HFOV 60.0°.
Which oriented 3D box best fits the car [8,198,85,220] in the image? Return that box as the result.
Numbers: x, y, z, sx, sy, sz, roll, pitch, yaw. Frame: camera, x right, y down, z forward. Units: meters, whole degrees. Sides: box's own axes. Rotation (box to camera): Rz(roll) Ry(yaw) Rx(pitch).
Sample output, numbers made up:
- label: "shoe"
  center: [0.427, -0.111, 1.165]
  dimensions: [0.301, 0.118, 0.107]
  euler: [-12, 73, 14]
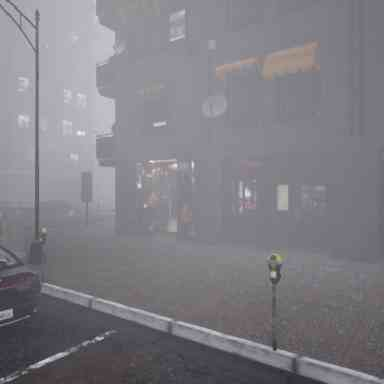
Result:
- label: "car"
  center: [-11.116, 1.283, 25.826]
  dimensions: [1.837, 1.490, 4.892]
  euler: [0, 1, 35]

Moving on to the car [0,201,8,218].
- label: "car"
  center: [-14.082, 1.350, 26.081]
  dimensions: [2.008, 1.369, 4.403]
  euler: [1, 1, 35]

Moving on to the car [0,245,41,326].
- label: "car"
  center: [-4.503, 1.551, 6.078]
  dimensions: [4.403, 1.369, 2.008]
  euler: [0, 0, 35]

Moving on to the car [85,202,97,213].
- label: "car"
  center: [-10.996, 1.250, 30.509]
  dimensions: [1.752, 1.417, 4.829]
  euler: [1, 1, 35]
